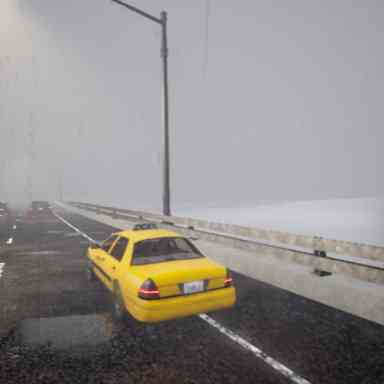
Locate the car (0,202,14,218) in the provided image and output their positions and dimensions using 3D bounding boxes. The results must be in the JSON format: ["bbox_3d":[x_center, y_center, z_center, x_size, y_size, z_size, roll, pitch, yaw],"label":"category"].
[{"bbox_3d":[-19.034,1.813,33.164,1.837,1.490,4.892,-1,0,-26],"label":"car"}]

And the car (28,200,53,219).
[{"bbox_3d":[-14.660,1.589,32.114,2.097,1.767,4.553,-1,0,-26],"label":"car"}]

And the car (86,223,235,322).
[{"bbox_3d":[-1.133,1.469,7.449,1.801,1.575,5.366,-1,0,-27],"label":"car"}]

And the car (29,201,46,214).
[{"bbox_3d":[-19.066,1.843,41.119,1.812,1.442,4.674,-1,0,-25],"label":"car"}]
